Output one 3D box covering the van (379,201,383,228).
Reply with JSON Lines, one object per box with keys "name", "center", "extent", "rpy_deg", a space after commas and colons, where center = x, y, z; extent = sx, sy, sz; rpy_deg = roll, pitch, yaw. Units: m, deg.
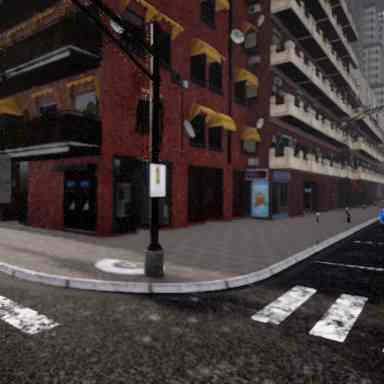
{"name": "van", "center": [12.922, 1.337, 20.941], "extent": [1.690, 1.788, 3.998], "rpy_deg": [1, 0, 36]}
